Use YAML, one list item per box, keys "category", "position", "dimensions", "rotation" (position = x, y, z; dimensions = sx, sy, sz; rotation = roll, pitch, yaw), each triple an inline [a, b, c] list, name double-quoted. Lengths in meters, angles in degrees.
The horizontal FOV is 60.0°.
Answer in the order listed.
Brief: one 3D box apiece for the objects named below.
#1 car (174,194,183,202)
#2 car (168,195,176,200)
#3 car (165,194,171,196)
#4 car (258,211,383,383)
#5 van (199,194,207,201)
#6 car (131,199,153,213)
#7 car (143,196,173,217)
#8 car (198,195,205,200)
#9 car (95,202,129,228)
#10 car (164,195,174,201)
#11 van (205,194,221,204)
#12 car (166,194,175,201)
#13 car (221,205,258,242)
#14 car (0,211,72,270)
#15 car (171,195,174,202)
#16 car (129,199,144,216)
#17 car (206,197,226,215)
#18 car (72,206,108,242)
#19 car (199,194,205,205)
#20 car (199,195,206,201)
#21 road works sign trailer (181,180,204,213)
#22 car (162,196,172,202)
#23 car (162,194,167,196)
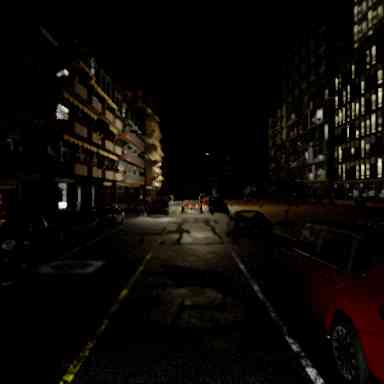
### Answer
- category: "car"
  position: [-3.012, 1.314, 72.559]
  dimensions: [2.097, 1.767, 4.553]
  rotation: [0, 0, 0]
- category: "car"
  position: [-5.708, 1.593, 93.601]
  dimensions: [1.947, 1.339, 4.313]
  rotation: [0, 0, 0]
- category: "car"
  position: [-5.704, 1.524, 65.799]
  dimensions: [1.752, 1.417, 4.829]
  rotation: [0, 0, 0]
- category: "car"
  position: [2.683, 1.312, 5.175]
  dimensions: [2.192, 1.841, 5.009]
  rotation: [0, 0, 0]
- category: "van"
  position: [2.673, 1.354, 82.549]
  dimensions: [1.690, 1.788, 3.998]
  rotation: [0, 0, 0]
- category: "car"
  position: [-5.700, 1.530, 38.334]
  dimensions: [1.887, 1.381, 4.507]
  rotation: [0, 0, 0]
- category: "car"
  position: [-3.101, 1.463, 31.474]
  dimensions: [1.882, 1.535, 5.008]
  rotation: [0, 0, 0]
- category: "car"
  position: [2.672, 1.593, 93.602]
  dimensions: [1.947, 1.339, 4.313]
  rotation: [0, 0, 0]
- category: "car"
  position: [-5.699, 1.429, 21.755]
  dimensions: [1.967, 1.590, 4.097]
  rotation: [0, 0, 0]
- category: "car"
  position: [-5.706, 1.564, 82.549]
  dimensions: [2.008, 1.369, 4.403]
  rotation: [0, 0, 0]
- category: "van"
  position: [2.679, 1.326, 38.335]
  dimensions: [1.690, 1.788, 3.998]
  rotation: [0, 0, 0]
- category: "car"
  position: [-5.707, 1.460, 88.074]
  dimensions: [1.967, 1.590, 4.097]
  rotation: [0, 0, 0]
- category: "car"
  position: [2.683, 1.536, 16.230]
  dimensions: [1.887, 1.381, 4.507]
  rotation: [0, 0, 0]
- category: "car"
  position: [-5.697, 1.434, 10.702]
  dimensions: [1.967, 1.590, 4.097]
  rotation: [0, 0, 0]
- category: "car"
  position: [-5.707, 1.318, 71.495]
  dimensions: [2.192, 1.841, 5.009]
  rotation: [0, 0, 0]
- category: "car"
  position: [-5.699, 1.511, 32.639]
  dimensions: [1.752, 1.417, 4.829]
  rotation: [0, 0, 0]
- category: "car"
  position: [2.681, 1.511, 32.979]
  dimensions: [1.752, 1.417, 4.829]
  rotation: [0, 0, 0]
- category: "car"
  position: [-5.697, 1.573, 16.229]
  dimensions: [1.802, 1.307, 4.206]
  rotation: [0, 0, 0]
- category: "car"
  position: [2.677, 1.431, 54.915]
  dimensions: [1.967, 1.590, 4.097]
  rotation: [0, 0, 0]
- category: "car"
  position: [2.673, 1.545, 88.245]
  dimensions: [1.752, 1.417, 4.829]
  rotation: [0, 0, 0]
- category: "road works sign trailer"
  position: [-0.006, 0.450, 36.333]
  dimensions: [2.380, 3.560, 2.880]
  rotation: [0, 0, 0]
- category: "car"
  position: [-5.705, 1.558, 77.022]
  dimensions: [2.008, 1.369, 4.403]
  rotation: [0, 0, 0]
- category: "car"
  position: [-5.703, 1.536, 54.915]
  dimensions: [1.887, 1.381, 4.507]
  rotation: [0, 0, 0]
